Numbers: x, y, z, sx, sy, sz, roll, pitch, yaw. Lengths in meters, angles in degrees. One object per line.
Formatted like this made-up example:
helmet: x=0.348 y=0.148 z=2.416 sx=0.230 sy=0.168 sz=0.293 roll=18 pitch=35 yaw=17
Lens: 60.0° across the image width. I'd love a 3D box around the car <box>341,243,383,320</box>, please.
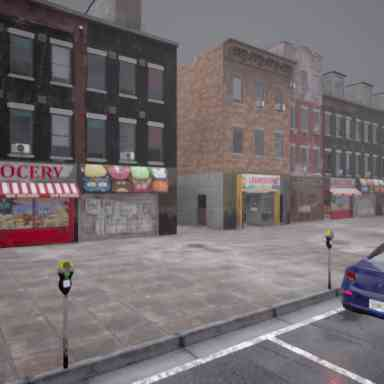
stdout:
car: x=4.649 y=1.525 z=6.266 sx=4.674 sy=1.442 sz=1.812 roll=0 pitch=0 yaw=-36
